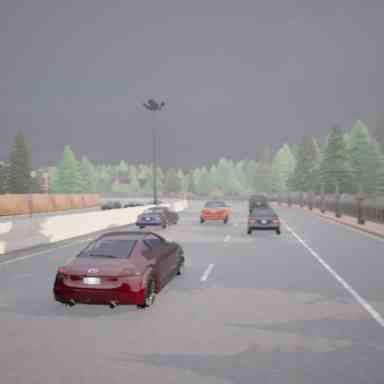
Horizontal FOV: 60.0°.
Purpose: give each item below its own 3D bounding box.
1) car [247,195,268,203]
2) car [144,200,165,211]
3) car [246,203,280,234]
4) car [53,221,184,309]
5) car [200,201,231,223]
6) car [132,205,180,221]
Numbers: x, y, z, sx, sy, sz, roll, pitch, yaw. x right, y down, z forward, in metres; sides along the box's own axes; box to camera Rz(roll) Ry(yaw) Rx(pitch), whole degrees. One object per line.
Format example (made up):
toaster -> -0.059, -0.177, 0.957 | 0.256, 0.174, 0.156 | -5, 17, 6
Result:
car -> 7.512, 1.390, 38.032 | 2.150, 2.045, 5.566 | -1, 0, 9
car -> -5.342, 1.916, 47.841 | 1.837, 1.490, 4.892 | -1, -1, 7
car -> 4.223, 1.632, 19.869 | 2.033, 1.411, 5.357 | -1, 0, 11
car -> -1.502, 1.642, 8.190 | 1.994, 1.385, 4.181 | -1, 0, 11
car -> 1.996, 1.517, 27.062 | 2.097, 1.767, 4.553 | -1, 0, 11
car -> -2.284, 1.742, 23.168 | 2.033, 1.411, 5.357 | -1, 0, 10
